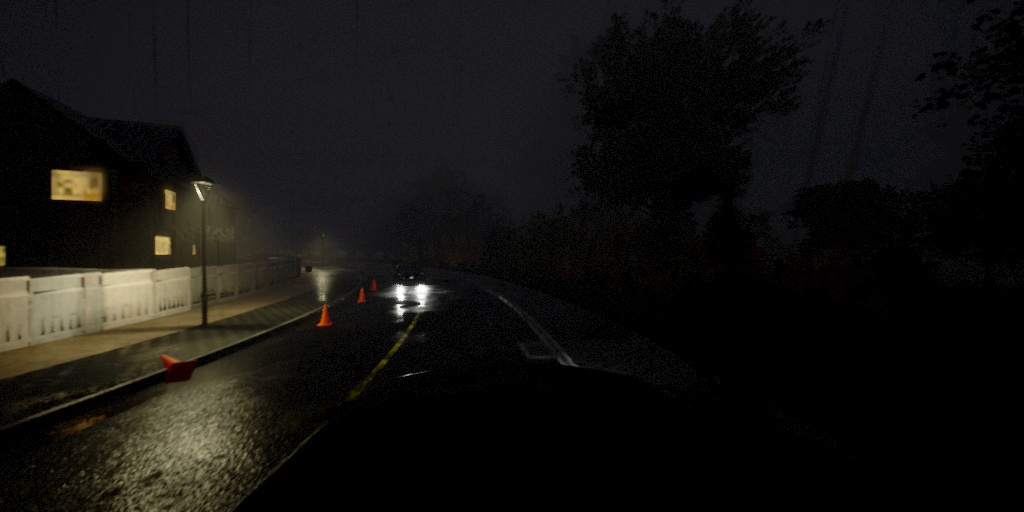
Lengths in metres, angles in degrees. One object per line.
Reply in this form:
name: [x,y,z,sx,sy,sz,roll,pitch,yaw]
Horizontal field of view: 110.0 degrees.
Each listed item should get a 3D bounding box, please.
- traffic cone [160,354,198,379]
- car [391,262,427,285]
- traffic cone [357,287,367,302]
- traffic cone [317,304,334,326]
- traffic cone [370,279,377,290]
traffic cone: [-5.149,1.516,5.587,0.340,0.580,0.340,0,0,19]
car: [-6.762,1.076,23.359,1.994,1.385,4.181,0,1,-22]
traffic cone: [-6.243,1.598,14.942,0.340,0.580,0.340,0,0,-13]
traffic cone: [-5.317,1.656,10.226,0.340,0.580,0.340,0,0,-9]
traffic cone: [-7.531,1.529,19.574,0.340,0.580,0.340,0,0,-18]
